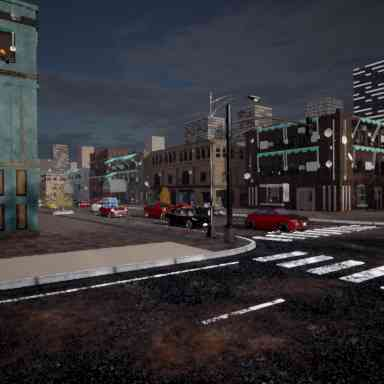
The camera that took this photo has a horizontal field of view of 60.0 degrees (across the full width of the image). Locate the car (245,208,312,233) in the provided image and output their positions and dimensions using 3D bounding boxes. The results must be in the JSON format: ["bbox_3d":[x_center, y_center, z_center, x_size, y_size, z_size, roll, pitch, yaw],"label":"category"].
[{"bbox_3d":[5.309,1.712,20.864,1.994,1.385,4.181,-1,0,-38],"label":"car"}]

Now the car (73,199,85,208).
[{"bbox_3d":[-20.586,2.230,62.268,1.994,1.385,4.181,-1,0,-36],"label":"car"}]

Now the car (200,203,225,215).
[{"bbox_3d":[1.677,1.810,35.581,2.008,1.369,4.403,-2,0,-36],"label":"car"}]

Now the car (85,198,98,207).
[{"bbox_3d":[-17.650,1.940,62.593,2.192,1.841,5.009,-1,0,-36],"label":"car"}]

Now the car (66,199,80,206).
[{"bbox_3d":[-27.305,2.364,76.100,1.947,1.339,4.313,-1,0,-36],"label":"car"}]

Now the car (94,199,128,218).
[{"bbox_3d":[-8.361,1.846,35.206,1.967,1.590,4.097,-1,0,-36],"label":"car"}]

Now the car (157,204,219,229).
[{"bbox_3d":[-0.384,1.814,23.849,1.947,1.339,4.313,-2,0,-36],"label":"car"}]

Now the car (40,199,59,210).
[{"bbox_3d":[-24.361,2.232,57.578,1.752,1.417,4.829,-1,0,-36],"label":"car"}]

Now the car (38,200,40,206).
[{"bbox_3d":[-30.900,2.376,66.721,2.008,1.369,4.403,-1,0,-36],"label":"car"}]

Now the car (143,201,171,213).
[{"bbox_3d":[-4.762,1.966,44.585,1.802,1.307,4.206,-2,0,-36],"label":"car"}]

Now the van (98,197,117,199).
[{"bbox_3d":[-14.429,1.907,58.091,1.690,1.788,3.998,-1,0,-36],"label":"van"}]

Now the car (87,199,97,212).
[{"bbox_3d":[-12.158,2.019,45.029,1.812,1.442,4.674,-1,0,-35],"label":"car"}]

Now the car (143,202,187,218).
[{"bbox_3d":[-2.907,1.792,32.049,1.882,1.535,5.008,-1,0,-36],"label":"car"}]

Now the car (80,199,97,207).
[{"bbox_3d":[-20.864,2.227,67.095,1.887,1.381,4.507,-1,0,-36],"label":"car"}]

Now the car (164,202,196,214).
[{"bbox_3d":[-1.543,1.904,40.084,1.802,1.307,4.206,-2,0,-36],"label":"car"}]
